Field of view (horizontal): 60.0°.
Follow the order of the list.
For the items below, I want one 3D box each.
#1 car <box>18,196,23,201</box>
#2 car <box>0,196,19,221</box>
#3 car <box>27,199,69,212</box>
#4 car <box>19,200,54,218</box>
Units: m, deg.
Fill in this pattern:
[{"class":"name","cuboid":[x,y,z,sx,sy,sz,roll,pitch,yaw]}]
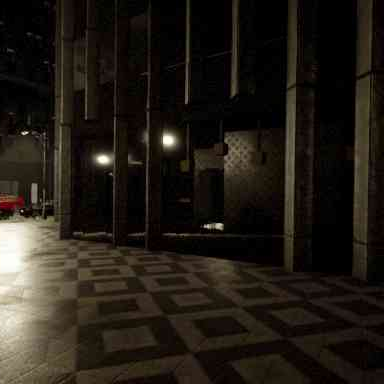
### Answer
[{"class":"car","cuboid":[-20.822,1.354,36.162,2.192,1.841,5.009,1,0,35]},{"class":"car","cuboid":[-17.124,1.463,26.626,2.192,1.841,5.009,1,0,35]},{"class":"car","cuboid":[-17.568,1.635,40.771,1.947,1.339,4.313,1,0,35]},{"class":"car","cuboid":[-13.870,1.743,31.236,1.947,1.339,4.313,1,0,35]}]
